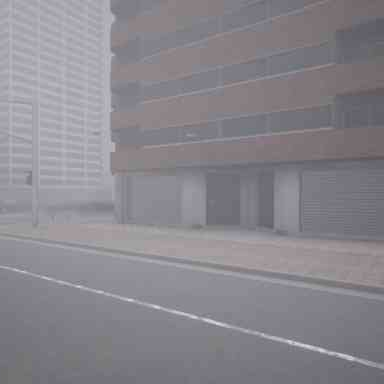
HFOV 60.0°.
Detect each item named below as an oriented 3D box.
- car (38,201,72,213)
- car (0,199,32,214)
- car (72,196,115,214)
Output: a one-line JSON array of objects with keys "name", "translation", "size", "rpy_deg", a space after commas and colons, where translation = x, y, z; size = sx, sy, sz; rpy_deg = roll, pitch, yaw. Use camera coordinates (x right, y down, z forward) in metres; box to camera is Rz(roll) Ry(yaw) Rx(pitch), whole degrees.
[{"name": "car", "translation": [-13.867, 1.601, 36.443], "size": [1.895, 1.301, 4.718], "rpy_deg": [0, 0, 35]}, {"name": "car", "translation": [-18.731, 1.478, 35.579], "size": [1.882, 1.535, 5.008], "rpy_deg": [0, 0, 35]}, {"name": "car", "translation": [-9.889, 1.477, 35.692], "size": [1.882, 1.535, 5.008], "rpy_deg": [0, 0, 35]}]
